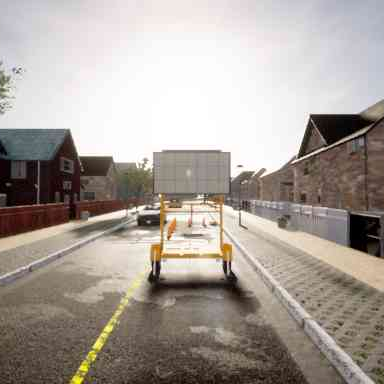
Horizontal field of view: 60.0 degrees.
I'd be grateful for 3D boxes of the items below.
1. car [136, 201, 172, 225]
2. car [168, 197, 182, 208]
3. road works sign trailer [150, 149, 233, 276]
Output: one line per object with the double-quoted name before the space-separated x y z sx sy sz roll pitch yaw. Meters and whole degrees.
"car" -2.860 1.622 24.701 2.033 1.411 5.357 0 0 0
"car" -2.773 1.631 54.139 2.097 1.767 4.553 0 -1 0
"road works sign trailer" -0.008 0.483 10.393 2.380 3.560 2.880 0 0 1
